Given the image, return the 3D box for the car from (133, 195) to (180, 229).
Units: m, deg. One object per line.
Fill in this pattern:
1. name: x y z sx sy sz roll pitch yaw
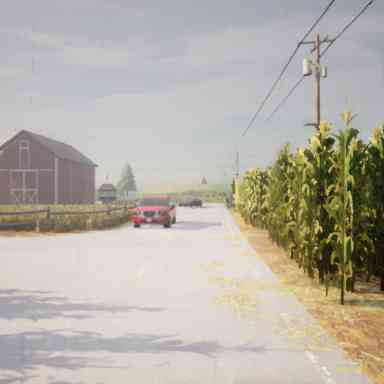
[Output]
1. car: -2.308 1.254 21.996 2.150 2.045 5.566 0 0 4

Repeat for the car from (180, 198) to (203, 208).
1. car: -0.159 1.555 48.022 2.033 1.411 5.357 0 0 23
